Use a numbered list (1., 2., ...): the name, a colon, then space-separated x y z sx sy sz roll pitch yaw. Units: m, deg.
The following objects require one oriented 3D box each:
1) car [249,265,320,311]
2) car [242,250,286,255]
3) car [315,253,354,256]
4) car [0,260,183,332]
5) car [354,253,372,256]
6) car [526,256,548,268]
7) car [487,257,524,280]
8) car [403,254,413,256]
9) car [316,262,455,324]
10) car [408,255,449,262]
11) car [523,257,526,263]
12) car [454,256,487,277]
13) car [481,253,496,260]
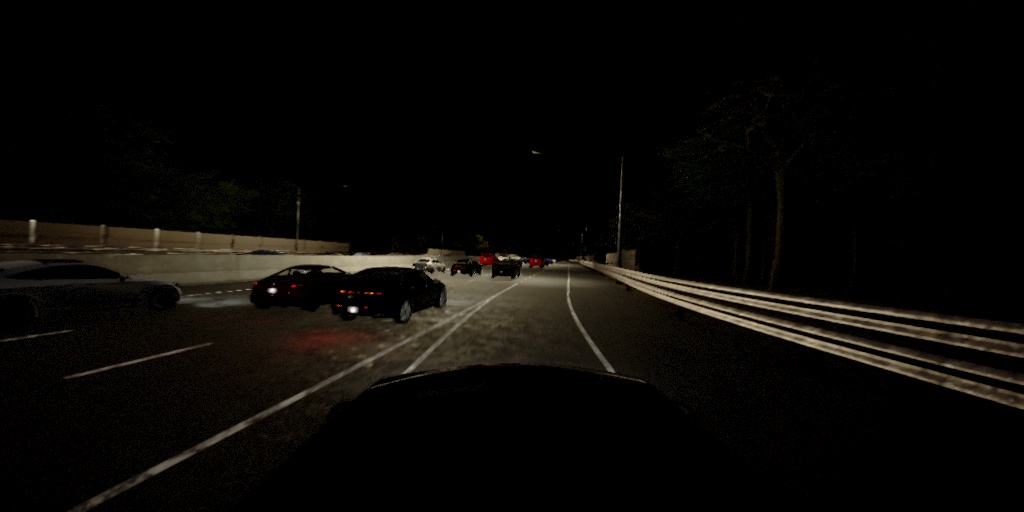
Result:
1. car: -6.881 1.010 12.728 1.994 1.385 4.181 2 0 9
2. car: -24.615 0.130 35.268 1.882 1.535 5.008 2 0 9
3. car: -17.707 0.442 34.206 1.837 1.490 4.892 2 0 9
4. car: -11.039 0.815 8.841 1.812 1.442 4.674 2 0 9
5. car: -21.870 0.258 52.202 2.033 1.411 5.357 2 0 10
6. car: 4.288 0.976 60.576 2.150 2.045 5.566 2 0 9
7. car: -0.455 1.127 30.850 1.882 1.535 5.008 2 0 9
8. car: -14.923 0.559 51.455 1.994 1.385 4.181 2 0 10
9. car: -3.567 1.091 11.298 1.837 1.490 4.892 2 0 9
10. car: -7.364 0.891 31.937 1.812 1.442 4.674 2 0 9
11. car: 0.499 1.151 59.096 2.033 1.411 5.357 2 0 9
12. car: -3.910 1.014 31.392 1.837 1.490 4.892 2 0 9
13. car: -3.561 0.667 55.749 2.150 2.045 5.566 2 0 9
